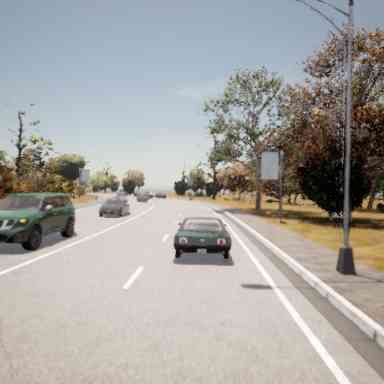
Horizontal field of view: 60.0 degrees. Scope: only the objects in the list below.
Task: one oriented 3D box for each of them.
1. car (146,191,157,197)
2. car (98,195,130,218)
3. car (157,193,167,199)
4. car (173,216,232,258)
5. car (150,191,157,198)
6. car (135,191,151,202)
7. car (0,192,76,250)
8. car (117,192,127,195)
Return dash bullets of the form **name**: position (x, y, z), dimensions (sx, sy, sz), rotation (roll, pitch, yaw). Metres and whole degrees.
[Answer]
- **car**: position (-11.178, 0.570, 92.085), dimensions (1.812, 1.442, 4.674), rotation (1, 0, -24)
- **car**: position (-6.458, 1.274, 28.052), dimensions (1.837, 1.490, 4.892), rotation (1, 0, 0)
- **car**: position (-7.694, 0.887, 82.760), dimensions (1.994, 1.385, 4.181), rotation (1, 0, -20)
- **car**: position (0.391, 1.587, 12.765), dimensions (1.895, 1.301, 4.718), rotation (1, 0, 2)
- **car**: position (-10.822, 0.808, 81.086), dimensions (2.033, 1.411, 5.357), rotation (1, 0, -20)
- **car**: position (-8.632, 1.060, 58.023), dimensions (1.837, 1.490, 4.892), rotation (1, 0, -10)
- **car**: position (-6.686, 1.054, 13.860), dimensions (2.150, 2.045, 5.566), rotation (1, 0, 1)
- **car**: position (-12.084, 0.839, 57.466), dimensions (2.097, 1.767, 4.553), rotation (1, 0, -10)
